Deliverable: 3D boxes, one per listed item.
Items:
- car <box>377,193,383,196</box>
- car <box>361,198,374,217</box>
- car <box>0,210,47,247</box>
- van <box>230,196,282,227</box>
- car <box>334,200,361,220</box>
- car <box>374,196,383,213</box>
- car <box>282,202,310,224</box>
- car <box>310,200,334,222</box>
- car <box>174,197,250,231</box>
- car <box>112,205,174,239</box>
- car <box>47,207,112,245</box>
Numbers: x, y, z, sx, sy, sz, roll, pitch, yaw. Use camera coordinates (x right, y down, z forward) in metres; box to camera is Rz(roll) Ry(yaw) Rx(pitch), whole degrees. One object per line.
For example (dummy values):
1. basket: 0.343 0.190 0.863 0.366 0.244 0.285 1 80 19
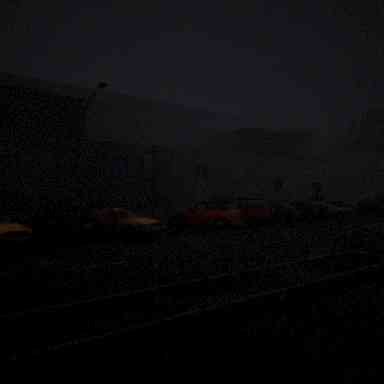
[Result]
1. car: 20.350 1.093 34.827 5.566 2.045 2.435 -1 0 35
2. car: 13.114 1.468 29.604 4.792 1.488 2.163 -1 -1 35
3. car: -8.636 1.489 13.937 5.366 1.575 1.946 -1 -1 35
4. van: 3.464 1.275 22.637 4.442 1.987 1.878 -1 -1 35
5. car: 10.813 1.455 27.788 5.366 1.575 1.946 -1 -1 35
6. car: 17.953 1.418 33.078 4.674 1.452 2.002 -1 0 35
7. car: 5.795 1.532 24.419 4.674 1.452 2.002 -1 0 35
8. car: 8.198 1.511 26.169 4.792 1.488 2.163 -1 0 35
9. car: 0.953 1.379 20.944 4.553 1.767 2.185 -1 -1 35
10. car: -3.776 1.497 17.397 5.366 1.575 1.946 -1 -1 35
11. car: -6.386 1.528 15.784 4.792 1.488 2.163 -1 -1 35
